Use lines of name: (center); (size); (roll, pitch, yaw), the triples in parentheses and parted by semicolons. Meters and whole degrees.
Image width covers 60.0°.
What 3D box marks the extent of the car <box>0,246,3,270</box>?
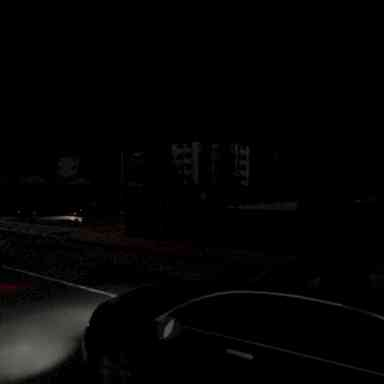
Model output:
car: (-7.097, 1.569, 9.802); (1.994, 1.385, 4.181); (0, 0, -43)

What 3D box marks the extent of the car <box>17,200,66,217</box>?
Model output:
car: (-13.910, 1.488, 31.560); (2.128, 1.511, 4.902); (0, 0, 38)

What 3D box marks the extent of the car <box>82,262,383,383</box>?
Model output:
car: (0.917, 1.505, 3.335); (4.892, 1.490, 1.837); (0, 0, 36)

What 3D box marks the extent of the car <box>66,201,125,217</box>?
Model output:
car: (-8.974, 1.545, 32.218); (2.033, 1.411, 5.357); (0, 0, 38)
